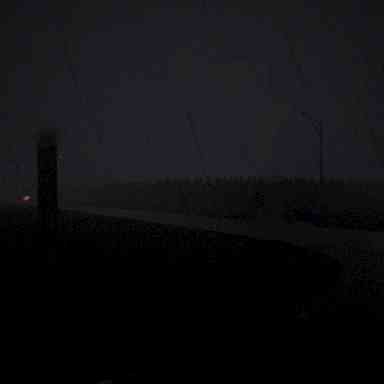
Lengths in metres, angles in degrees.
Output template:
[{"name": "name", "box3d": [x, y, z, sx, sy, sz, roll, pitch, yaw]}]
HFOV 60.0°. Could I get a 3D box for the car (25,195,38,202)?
[{"name": "car", "box3d": [-40.416, 1.898, 84.718, 1.895, 1.301, 4.718, -1, 0, -36]}]
